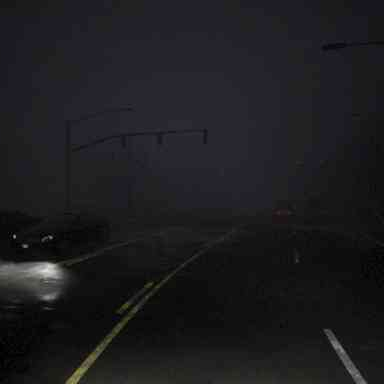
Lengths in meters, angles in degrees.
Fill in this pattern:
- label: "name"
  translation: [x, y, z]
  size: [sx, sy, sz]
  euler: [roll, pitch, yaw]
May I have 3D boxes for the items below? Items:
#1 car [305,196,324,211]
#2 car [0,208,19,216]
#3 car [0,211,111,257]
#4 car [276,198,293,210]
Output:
- label: "car"
  translation: [15.094, 1.302, 41.100]
  size: [2.097, 1.767, 4.553]
  euler: [0, 0, 18]
- label: "car"
  translation: [-8.431, 1.477, 13.754]
  size: [1.882, 1.535, 5.008]
  euler: [0, 0, 15]
- label: "car"
  translation: [-4.932, 1.525, 13.305]
  size: [1.812, 1.442, 4.674]
  euler: [0, 0, 16]
- label: "car"
  translation: [11.543, 1.442, 41.442]
  size: [2.128, 1.511, 4.902]
  euler: [0, 0, 17]
